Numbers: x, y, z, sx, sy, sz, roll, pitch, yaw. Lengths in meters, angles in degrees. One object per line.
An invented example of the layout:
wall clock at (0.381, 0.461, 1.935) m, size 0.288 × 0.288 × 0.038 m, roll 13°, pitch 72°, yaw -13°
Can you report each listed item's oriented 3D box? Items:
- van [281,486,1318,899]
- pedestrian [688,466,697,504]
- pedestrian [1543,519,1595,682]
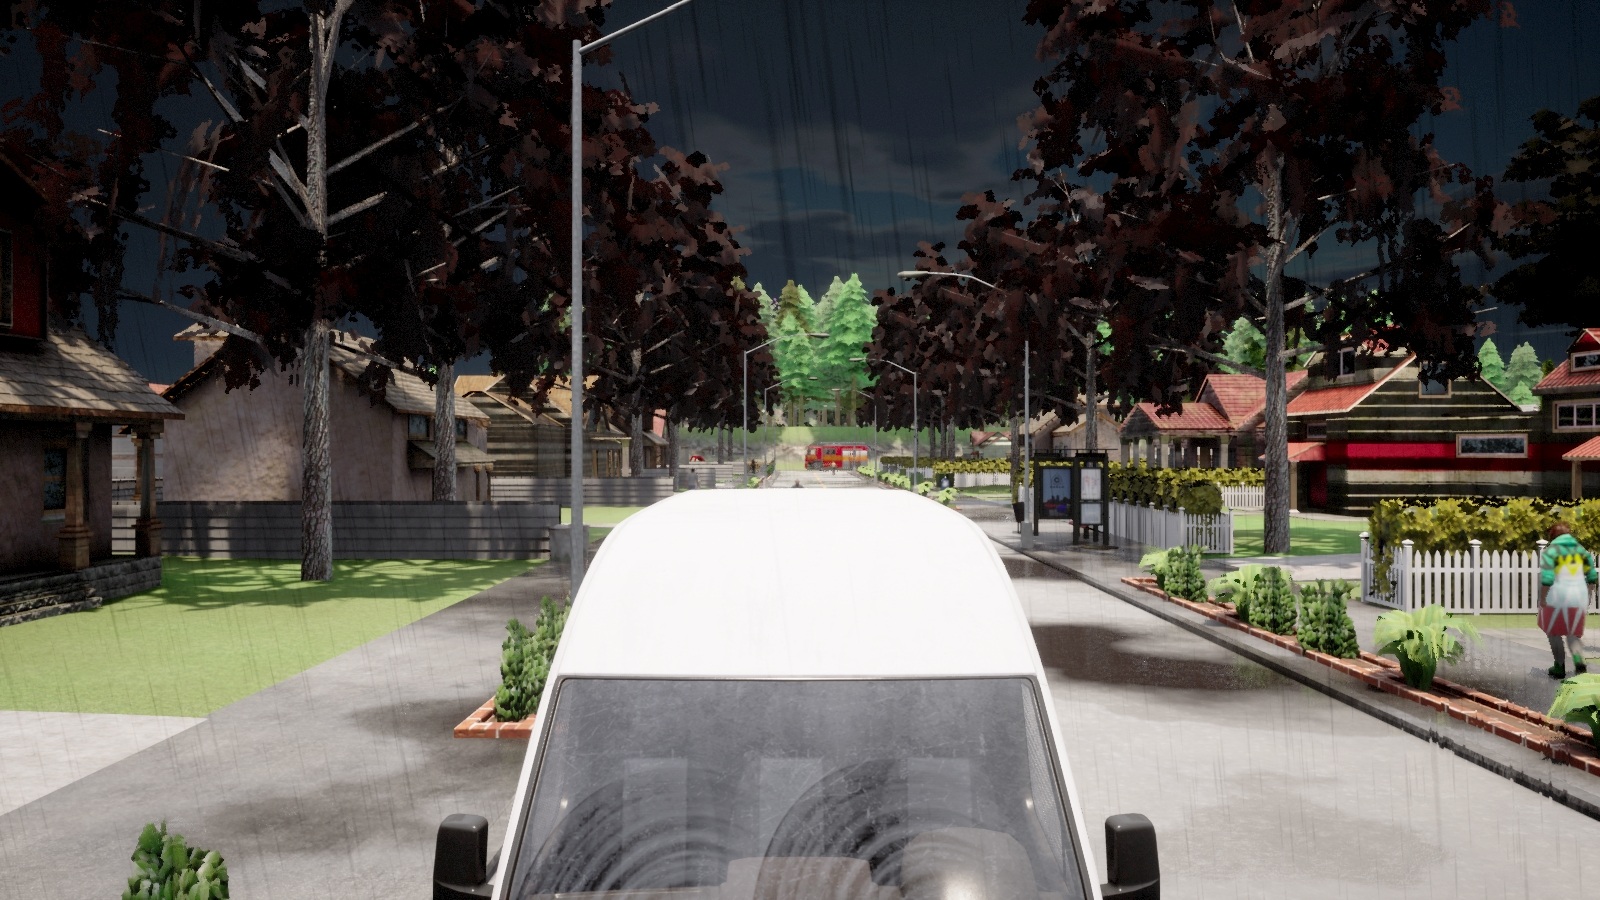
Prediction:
van at (-0.006, 1.534, 5.149) m, size 1.988 × 2.561 × 5.915 m, roll 0°, pitch 0°, yaw 0°
pedestrian at (-5.372, 1.743, 57.010) m, size 0.375 × 1.860 × 0.375 m, roll 0°, pitch 0°, yaw 2°
pedestrian at (8.993, 1.744, 13.366) m, size 0.375 × 1.860 × 0.375 m, roll 0°, pitch 0°, yaw 7°
